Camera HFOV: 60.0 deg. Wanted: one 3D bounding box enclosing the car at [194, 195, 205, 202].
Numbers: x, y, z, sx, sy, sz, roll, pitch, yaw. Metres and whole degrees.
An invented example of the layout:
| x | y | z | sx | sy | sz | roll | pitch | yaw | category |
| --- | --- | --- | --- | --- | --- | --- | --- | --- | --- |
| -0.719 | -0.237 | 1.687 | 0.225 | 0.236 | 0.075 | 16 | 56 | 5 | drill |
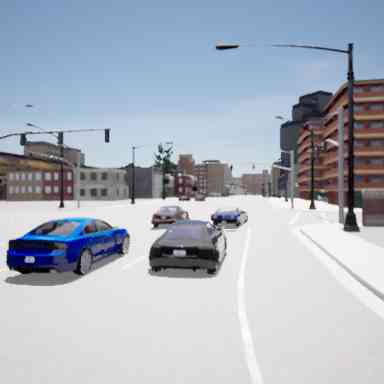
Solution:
| x | y | z | sx | sy | sz | roll | pitch | yaw | category |
| --- | --- | --- | --- | --- | --- | --- | --- | --- | --- |
| 1.751 | 1.371 | 72.359 | 1.837 | 1.490 | 4.892 | 0 | 1 | 11 | car |

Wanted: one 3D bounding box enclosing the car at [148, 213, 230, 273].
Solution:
| x | y | z | sx | sy | sz | roll | pitch | yaw | category |
| --- | --- | --- | --- | --- | --- | --- | --- | --- | --- |
| 0.024 | 1.613 | 10.955 | 1.994 | 1.385 | 4.181 | 0 | 0 | 10 | car |

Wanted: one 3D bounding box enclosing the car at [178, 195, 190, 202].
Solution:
| x | y | z | sx | sy | sz | roll | pitch | yaw | category |
| --- | --- | --- | --- | --- | --- | --- | --- | --- | --- |
| -1.685 | 1.429 | 73.024 | 1.994 | 1.385 | 4.181 | 0 | 1 | 11 | car |

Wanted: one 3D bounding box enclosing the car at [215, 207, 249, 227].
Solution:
| x | y | z | sx | sy | sz | roll | pitch | yaw | category |
| --- | --- | --- | --- | --- | --- | --- | --- | --- | --- |
| 2.811 | 1.696 | 23.879 | 1.895 | 1.301 | 4.718 | 0 | 0 | 19 | car |

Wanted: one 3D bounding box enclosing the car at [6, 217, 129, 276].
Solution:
| x | y | z | sx | sy | sz | roll | pitch | yaw | category |
| --- | --- | --- | --- | --- | --- | --- | --- | --- | --- |
| -3.590 | 1.527 | 10.670 | 1.882 | 1.535 | 5.008 | 0 | 0 | 10 | car |

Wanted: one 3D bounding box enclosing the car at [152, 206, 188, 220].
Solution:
| x | y | z | sx | sy | sz | roll | pitch | yaw | category |
| --- | --- | --- | --- | --- | --- | --- | --- | --- | --- |
| -1.433 | 1.644 | 23.173 | 2.033 | 1.411 | 5.357 | 0 | 0 | 8 | car |
